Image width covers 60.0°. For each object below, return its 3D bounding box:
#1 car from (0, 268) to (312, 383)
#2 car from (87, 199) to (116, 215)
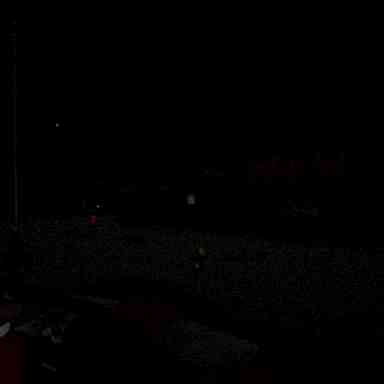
[{"bbox_3d":[-0.907,1.589,3.472,4.206,1.307,1.802,0,-1,35],"label":"car"},{"bbox_3d":[-7.636,1.368,31.158,1.812,1.442,4.674,-2,0,36],"label":"car"}]
